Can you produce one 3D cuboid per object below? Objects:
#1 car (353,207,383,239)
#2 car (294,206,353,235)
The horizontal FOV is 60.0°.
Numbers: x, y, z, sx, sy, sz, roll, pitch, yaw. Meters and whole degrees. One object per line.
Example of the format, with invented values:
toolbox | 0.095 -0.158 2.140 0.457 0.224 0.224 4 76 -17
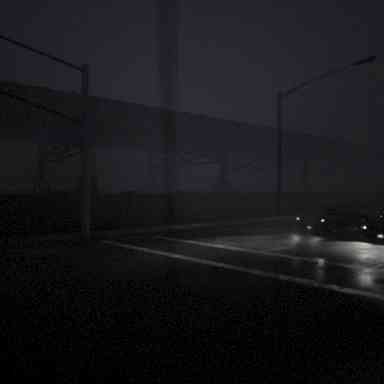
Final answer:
car | 9.892 1.401 15.383 5.357 1.411 2.033 -1 1 -38
car | 7.722 1.457 18.098 4.718 1.301 1.895 -1 1 -35
